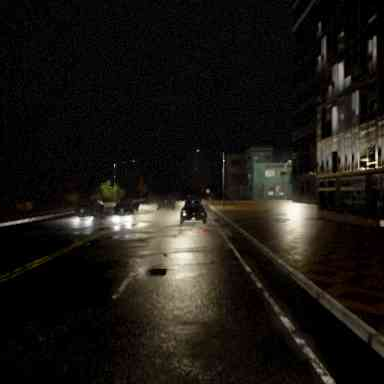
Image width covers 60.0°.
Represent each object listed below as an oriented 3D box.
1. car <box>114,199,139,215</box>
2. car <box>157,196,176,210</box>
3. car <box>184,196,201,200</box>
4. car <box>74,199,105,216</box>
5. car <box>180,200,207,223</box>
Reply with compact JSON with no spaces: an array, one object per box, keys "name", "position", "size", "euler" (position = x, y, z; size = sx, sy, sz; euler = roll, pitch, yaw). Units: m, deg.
[{"name":"car","position":[-6.535,1.441,33.555],"size":[2.128,1.511,4.902],"euler":[0,0,0]},{"name":"car","position":[-3.150,1.288,42.259],"size":[2.097,1.767,4.553],"euler":[0,0,0]},{"name":"car","position":[0.098,1.287,42.377],"size":[2.097,1.767,4.553],"euler":[0,0,0]},{"name":"car","position":[-9.795,1.443,32.182],"size":[2.128,1.511,4.902],"euler":[0,0,0]},{"name":"car","position":[0.099,1.562,25.096],"size":[1.895,1.301,4.718],"euler":[0,0,0]}]
